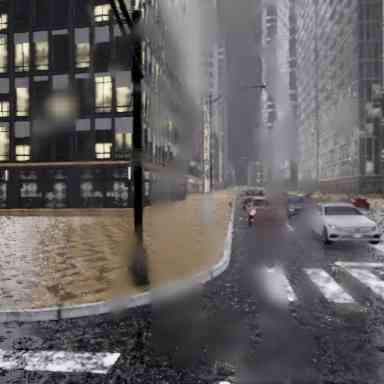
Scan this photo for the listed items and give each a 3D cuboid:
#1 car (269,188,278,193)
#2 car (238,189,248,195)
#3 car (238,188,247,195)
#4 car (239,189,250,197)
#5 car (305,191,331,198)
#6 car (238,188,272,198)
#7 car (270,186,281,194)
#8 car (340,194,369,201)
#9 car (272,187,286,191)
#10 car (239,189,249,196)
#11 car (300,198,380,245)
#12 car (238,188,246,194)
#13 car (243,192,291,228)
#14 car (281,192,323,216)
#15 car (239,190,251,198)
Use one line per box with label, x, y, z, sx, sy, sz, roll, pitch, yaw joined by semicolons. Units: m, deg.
car;21.793;-0.463;89.371;1.947;1.339;4.313;0;1;8
car;11.293;-0.040;73.801;2.008;1.369;4.403;1;1;8
car;12.020;-0.142;79.328;1.947;1.339;4.313;1;1;8
car;9.839;0.193;62.749;2.008;1.369;4.403;1;1;8
car;15.271;0.543;39.783;1.752;1.417;4.829;0;1;8
car;5.480;0.658;29.585;2.192;1.841;5.009;1;1;8
car;21.067;-0.597;83.837;2.192;1.841;5.009;0;1;8
car;13.793;0.837;28.558;1.802;1.307;4.206;0;1;8
car;14.521;0.295;54.178;2.033;1.411;5.357;-1;1;8
car;10.566;0.070;68.275;1.887;1.381;4.507;1;1;8
car;5.984;1.171;13.714;1.812;1.442;4.674;-1;1;8
car;12.747;-0.279;84.854;1.887;1.381;4.507;1;1;8
car;4.025;1.017;18.535;1.967;1.590;4.097;1;1;8
car;7.248;0.990;23.293;2.033;1.411;5.357;-1;1;7
car;9.112;0.303;57.222;1.887;1.381;4.507;1;1;8
